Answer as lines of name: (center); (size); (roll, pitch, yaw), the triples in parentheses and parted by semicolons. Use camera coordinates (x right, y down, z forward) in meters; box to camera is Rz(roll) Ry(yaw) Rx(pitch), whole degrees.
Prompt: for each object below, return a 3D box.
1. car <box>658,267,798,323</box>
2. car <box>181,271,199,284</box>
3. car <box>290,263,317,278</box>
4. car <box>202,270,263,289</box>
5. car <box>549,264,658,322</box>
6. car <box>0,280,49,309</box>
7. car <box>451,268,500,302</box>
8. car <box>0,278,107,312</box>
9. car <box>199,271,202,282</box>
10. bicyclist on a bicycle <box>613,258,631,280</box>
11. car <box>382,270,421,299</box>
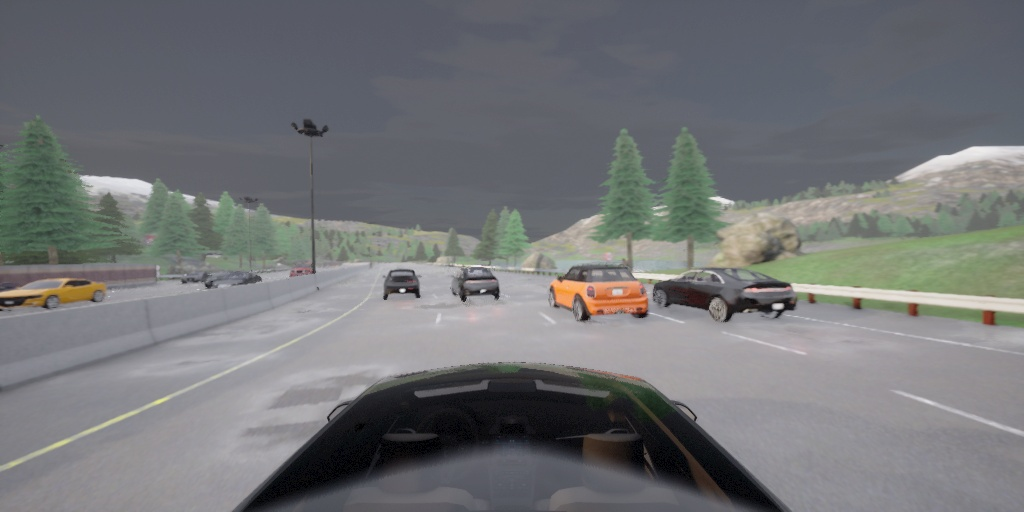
car: (6.450, 1.108, 11.596); (2.128, 1.511, 4.902); (-1, 0, -9)
car: (-35.860, 2.439, 41.168); (1.994, 1.385, 4.181); (-1, 0, -19)
car: (-26.140, 1.872, 45.159); (2.150, 2.045, 5.566); (-1, 0, -19)
car: (-19.219, 1.854, 25.292); (2.128, 1.511, 4.902); (-1, 0, -19)
car: (2.725, 1.073, 12.390); (2.097, 1.767, 4.553); (-2, 0, -8)
car: (-28.264, 2.146, 19.372); (1.994, 1.385, 4.181); (-1, 0, -19)
car: (-1.946, 1.362, 18.113); (2.128, 1.511, 4.902); (-1, 0, -16)
car: (-24.524, 1.958, 19.266); (1.882, 1.535, 5.008); (-1, 0, -19)
car: (-25.187, 2.056, 31.774); (1.837, 1.490, 4.892); (-1, -1, -19)
bicyclist on a bicycle: (8.121, 0.971, 26.035); (1.656, 1.620, 0.582); (11, -4, -18)
car: (-6.263, 1.501, 20.386); (1.837, 1.490, 4.892); (0, 0, -18)
